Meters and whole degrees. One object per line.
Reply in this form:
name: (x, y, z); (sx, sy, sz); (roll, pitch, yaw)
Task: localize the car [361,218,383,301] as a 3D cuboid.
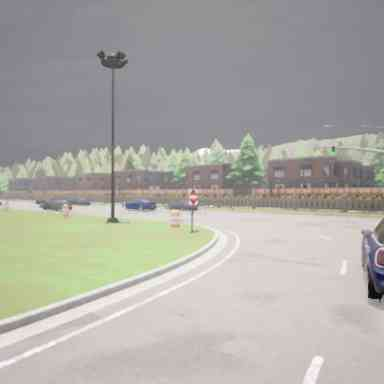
car: (5.345, 1.377, 8.068); (2.097, 1.767, 4.553); (0, 0, 25)

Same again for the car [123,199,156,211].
car: (-6.595, 1.579, 41.615); (5.008, 1.535, 1.882); (0, 0, 41)

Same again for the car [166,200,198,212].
car: (-1.278, 1.670, 41.586); (4.181, 1.385, 1.994); (0, 0, 41)

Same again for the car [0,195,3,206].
car: (-34.353, 1.338, 56.803); (5.566, 2.045, 2.150); (0, 0, 41)

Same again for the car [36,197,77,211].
car: (-16.958, 1.639, 41.434); (5.357, 1.411, 2.033); (0, 0, 42)

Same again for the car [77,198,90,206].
car: (-19.794, 1.679, 57.950); (5.357, 1.411, 2.033); (0, 0, 42)
